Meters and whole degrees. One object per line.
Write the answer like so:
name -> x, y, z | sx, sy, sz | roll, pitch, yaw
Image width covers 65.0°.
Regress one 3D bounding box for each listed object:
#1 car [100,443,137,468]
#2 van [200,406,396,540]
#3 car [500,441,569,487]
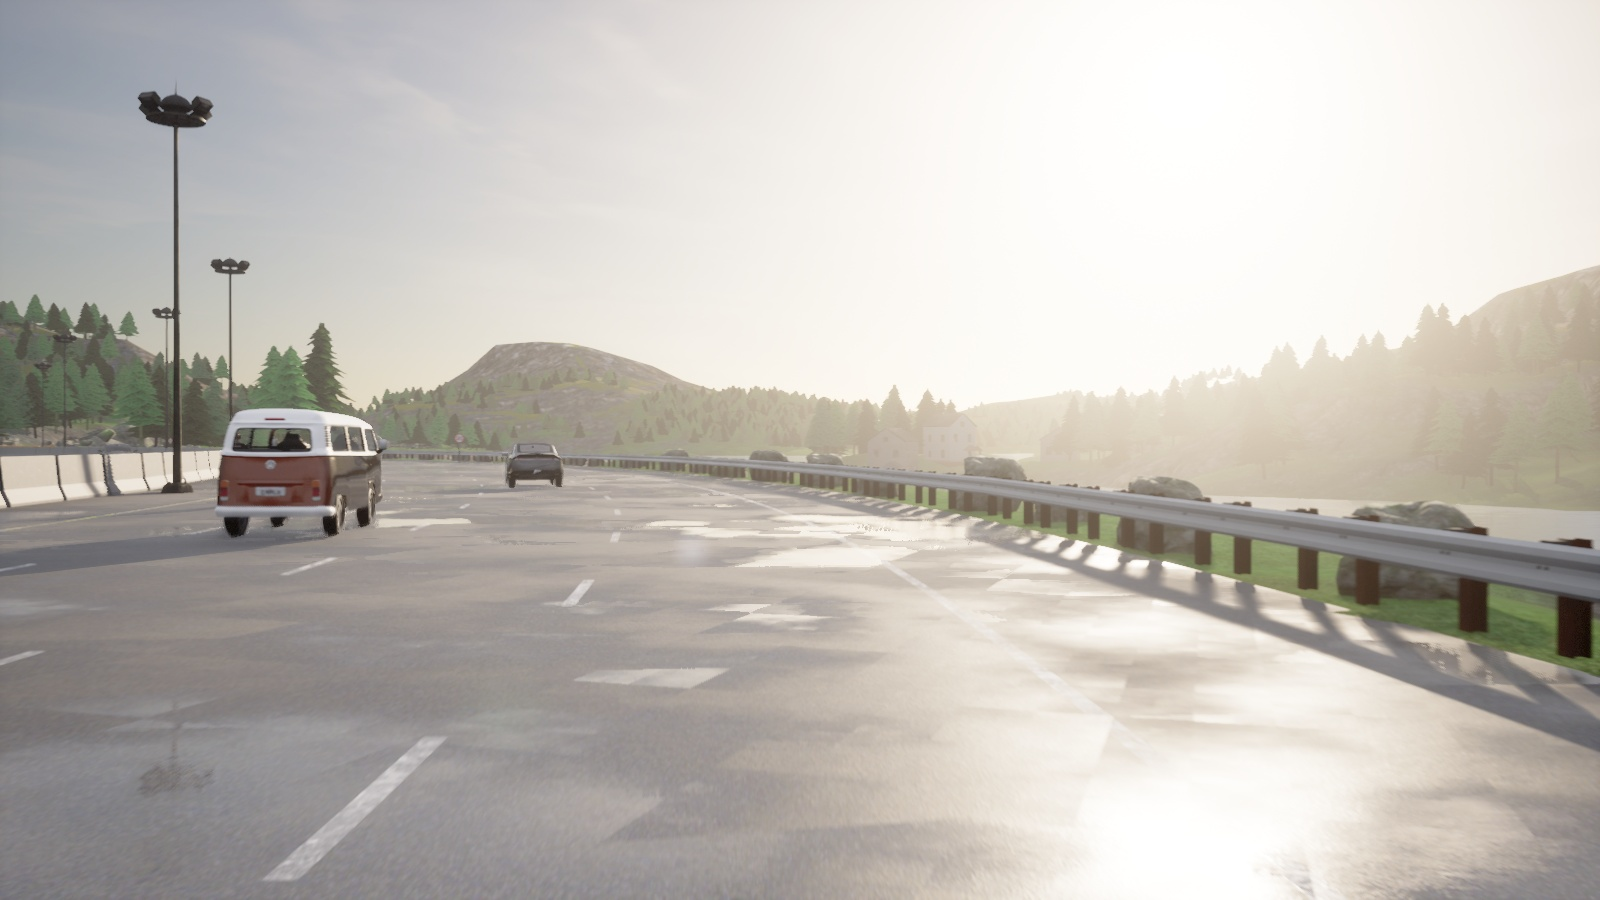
car -> -41.511, 0.300, 76.455 | 1.837, 1.490, 4.892 | 0, 0, -30
van -> -8.428, 0.344, 21.541 | 2.069, 2.038, 4.480 | 0, 0, -8
car -> -9.413, 0.449, 44.236 | 2.128, 1.511, 4.902 | 0, 0, -15
